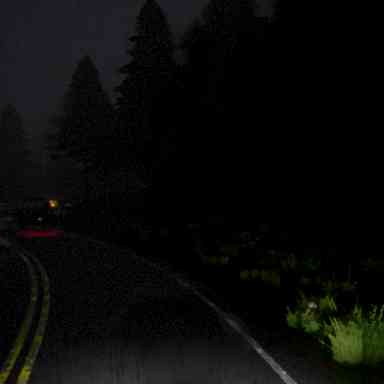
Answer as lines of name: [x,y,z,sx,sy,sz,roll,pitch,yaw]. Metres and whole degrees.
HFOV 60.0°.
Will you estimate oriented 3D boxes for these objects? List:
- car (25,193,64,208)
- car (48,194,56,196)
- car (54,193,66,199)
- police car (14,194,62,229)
car: [-17.739,0.945,40.220,1.882,1.535,5.008,-2,1,8]
car: [-13.246,1.112,28.523,1.812,1.442,4.674,0,1,-14]
car: [-14.093,0.934,34.160,1.801,1.575,5.366,-1,1,-3]
police car: [-9.629,1.192,20.227,1.930,1.638,5.238,2,1,-33]
